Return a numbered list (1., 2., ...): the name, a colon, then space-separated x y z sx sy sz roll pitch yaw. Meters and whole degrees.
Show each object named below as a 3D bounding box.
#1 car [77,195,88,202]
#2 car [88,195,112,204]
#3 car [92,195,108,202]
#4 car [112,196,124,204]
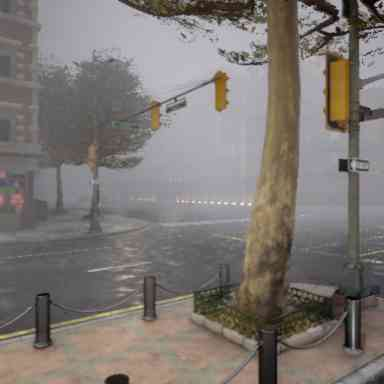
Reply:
1. car: -23.208 1.395 71.465 1.882 1.535 5.008 0 0 -36
2. car: -17.823 1.387 64.005 2.097 1.767 4.553 0 0 -36
3. car: -20.374 1.400 73.519 1.882 1.535 5.008 0 0 -36
4. car: -15.022 1.565 66.105 1.812 1.442 4.674 0 0 -36
